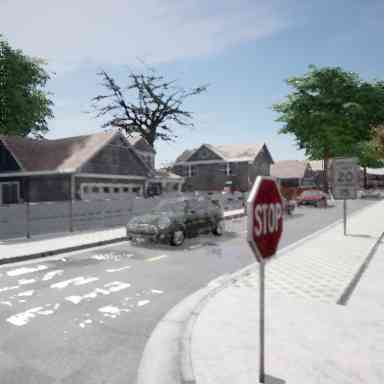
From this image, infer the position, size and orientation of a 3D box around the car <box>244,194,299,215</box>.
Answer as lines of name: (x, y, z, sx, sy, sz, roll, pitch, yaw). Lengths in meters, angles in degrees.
car: (5.216, 0.986, 21.982, 1.895, 1.301, 4.718, 0, 1, 34)

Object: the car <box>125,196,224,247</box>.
car: (-0.554, 1.024, 13.471, 2.097, 1.767, 4.553, 0, 2, 34)

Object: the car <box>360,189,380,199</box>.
car: (23.391, 0.207, 43.528, 1.895, 1.301, 4.718, 0, 1, 34)

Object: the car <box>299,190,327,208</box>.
car: (10.972, 0.580, 30.446, 1.882, 1.535, 5.008, 0, 1, 34)
